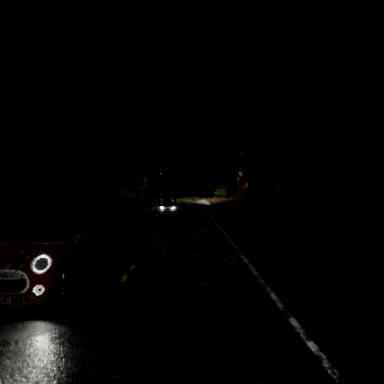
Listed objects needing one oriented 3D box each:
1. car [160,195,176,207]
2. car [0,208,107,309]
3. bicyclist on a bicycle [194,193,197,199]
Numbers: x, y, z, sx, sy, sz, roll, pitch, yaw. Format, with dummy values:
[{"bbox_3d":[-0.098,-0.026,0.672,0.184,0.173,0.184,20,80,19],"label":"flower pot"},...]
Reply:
[{"bbox_3d":[-3.571,1.223,49.717,2.097,1.767,4.553,0,0,0],"label":"car"},{"bbox_3d":[-3.597,1.337,8.094,2.097,1.767,4.553,0,0,0],"label":"car"},{"bbox_3d":[0.977,1.038,95.261,0.659,1.776,1.843,0,1,0],"label":"bicyclist on a bicycle"}]
